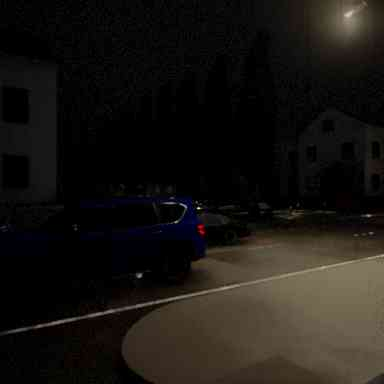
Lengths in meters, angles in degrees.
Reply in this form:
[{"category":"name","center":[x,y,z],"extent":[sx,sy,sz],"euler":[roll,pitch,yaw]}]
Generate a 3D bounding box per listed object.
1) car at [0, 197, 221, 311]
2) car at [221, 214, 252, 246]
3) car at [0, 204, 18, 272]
[{"category":"car","center":[-2.247,1.181,7.975],"extent":[5.566,2.045,2.150],"euler":[-1,1,-33]},{"category":"car","center":[-0.004,1.496,13.553],"extent":[5.357,1.411,2.033],"euler":[0,0,-34]},{"category":"car","center":[-7.369,1.306,9.124],"extent":[4.553,1.767,2.097],"euler":[0,0,-29]}]
